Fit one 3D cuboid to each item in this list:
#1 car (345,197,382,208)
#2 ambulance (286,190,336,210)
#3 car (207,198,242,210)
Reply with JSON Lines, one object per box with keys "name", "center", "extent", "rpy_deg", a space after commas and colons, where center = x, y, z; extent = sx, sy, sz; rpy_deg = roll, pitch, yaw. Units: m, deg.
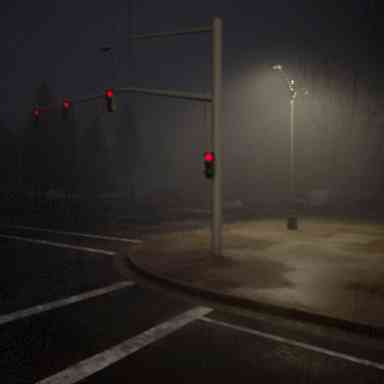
{"name": "car", "center": [24.267, 1.416, 47.081], "extent": [4.902, 1.511, 2.128], "rpy_deg": [0, 0, -5]}
{"name": "ambulance", "center": [14.823, 0.947, 41.516], "extent": [6.366, 2.431, 2.351], "rpy_deg": [0, 0, -20]}
{"name": "car", "center": [3.928, 1.404, 39.762], "extent": [4.674, 1.442, 1.812], "rpy_deg": [0, 0, -33]}
